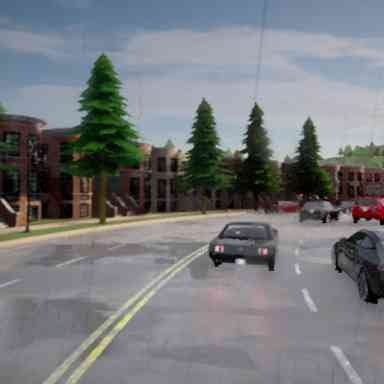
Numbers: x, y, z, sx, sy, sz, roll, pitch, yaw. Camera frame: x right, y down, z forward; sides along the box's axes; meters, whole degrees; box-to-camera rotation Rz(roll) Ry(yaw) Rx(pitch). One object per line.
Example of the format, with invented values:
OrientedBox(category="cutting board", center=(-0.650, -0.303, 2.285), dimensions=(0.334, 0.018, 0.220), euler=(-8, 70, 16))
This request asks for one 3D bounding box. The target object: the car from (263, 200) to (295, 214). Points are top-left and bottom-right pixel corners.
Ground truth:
OrientedBox(category="car", center=(9.881, 1.659, 36.589), dimensions=(5.008, 1.535, 1.882), euler=(1, 0, -41))

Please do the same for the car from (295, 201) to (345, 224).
OrientedBox(category="car", center=(10.379, 1.514, 26.796), dimensions=(2.097, 1.767, 4.553), euler=(1, 0, 39))

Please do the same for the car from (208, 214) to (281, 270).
OrientedBox(category="car", center=(1.960, 1.647, 11.334), dimensions=(1.895, 1.301, 4.718), euler=(0, 0, 16))

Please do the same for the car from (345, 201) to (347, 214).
OrientedBox(category="car", center=(18.079, 1.768, 38.514), dimensions=(4.892, 1.490, 1.837), euler=(1, -1, -32))

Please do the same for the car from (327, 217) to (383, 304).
OrientedBox(category="car", center=(4.722, 1.590, 8.005), dimensions=(1.812, 1.442, 4.674), euler=(0, 0, 12))

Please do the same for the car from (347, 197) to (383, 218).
OrientedBox(category="car", center=(14.552, 1.423, 26.451), dimensions=(2.150, 2.045, 5.566), euler=(0, 0, 43))
